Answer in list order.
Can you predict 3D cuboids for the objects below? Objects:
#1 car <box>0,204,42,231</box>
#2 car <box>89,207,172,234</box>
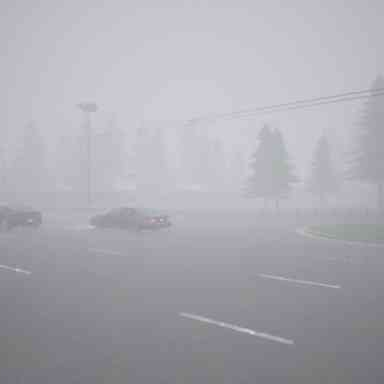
[{"bbox_3d":[-11.351,1.497,20.689,5.008,1.535,1.882,0,0,36],"label":"car"},{"bbox_3d":[-3.690,1.560,19.523,5.357,1.411,2.033,0,0,36],"label":"car"}]
